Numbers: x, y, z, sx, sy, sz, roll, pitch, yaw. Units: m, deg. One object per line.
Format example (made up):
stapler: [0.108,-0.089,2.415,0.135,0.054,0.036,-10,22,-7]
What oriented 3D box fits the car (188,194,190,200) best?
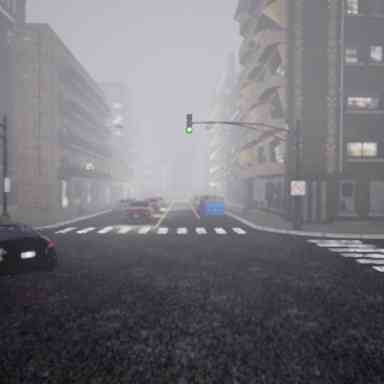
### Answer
car: [0.834,1.376,56.430,1.887,1.381,4.507,0,0,-2]

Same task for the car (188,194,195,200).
car: [-0.155,1.234,89.544,1.967,1.590,4.097,0,0,-2]

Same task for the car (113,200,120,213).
car: [-6.987,1.412,34.138,1.802,1.307,4.206,0,0,-2]

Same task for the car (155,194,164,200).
car: [-8.648,1.292,89.342,2.008,1.369,4.403,0,0,-2]

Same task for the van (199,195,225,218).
van: [1.838,1.242,28.867,1.690,1.788,3.998,0,0,-2]

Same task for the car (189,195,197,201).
car: [0.203,1.366,78.509,1.947,1.339,4.313,0,0,-2]

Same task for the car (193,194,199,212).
car: [1.575,1.198,34.358,2.192,1.841,5.009,0,0,-2]

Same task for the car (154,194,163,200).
car: [-8.461,1.288,83.822,1.887,1.381,4.507,0,0,-2]

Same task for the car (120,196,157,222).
car: [-3.932,1.355,25.208,1.882,1.535,5.008,0,0,-3]

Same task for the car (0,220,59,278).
car: [-5.636,1.474,9.371,4.181,1.385,1.994,1,0,36]

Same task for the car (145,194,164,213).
car: [-4.260,1.323,34.805,1.882,1.535,5.008,0,0,-2]

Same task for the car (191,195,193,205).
car: [1.178,1.378,45.561,1.752,1.417,4.829,0,0,-2]

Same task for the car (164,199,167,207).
car: [-4.569,1.344,45.070,1.812,1.442,4.674,0,0,-2]

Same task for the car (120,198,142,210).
car: [-7.162,1.380,39.656,1.947,1.339,4.313,0,0,-2]

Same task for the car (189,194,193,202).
car: [1.008,1.282,50.911,1.967,1.590,4.097,0,0,-2]

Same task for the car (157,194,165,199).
car: [-8.808,1.306,94.863,1.947,1.339,4.313,0,0,-2]
